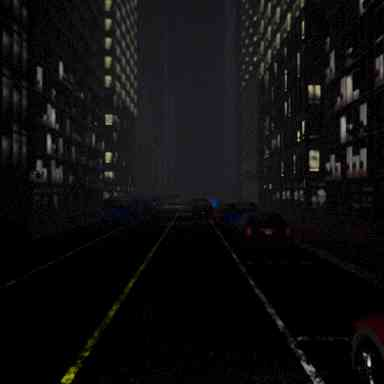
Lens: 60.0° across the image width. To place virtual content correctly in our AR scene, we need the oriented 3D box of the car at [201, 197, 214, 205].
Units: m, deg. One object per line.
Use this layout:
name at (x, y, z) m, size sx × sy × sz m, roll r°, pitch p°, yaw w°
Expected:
car at (2.706, 1.613, 59.109) m, size 2.008 × 1.369 × 4.403 m, roll 0°, pitch 0°, yaw 0°

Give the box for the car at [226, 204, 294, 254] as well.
car at (2.697, 1.464, 13.627) m, size 1.967 × 1.590 × 4.097 m, roll 0°, pitch 0°, yaw 0°

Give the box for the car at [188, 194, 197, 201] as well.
car at (0.014, 1.283, 79.675) m, size 2.097 × 1.767 × 4.553 m, roll 0°, pitch 0°, yaw 0°

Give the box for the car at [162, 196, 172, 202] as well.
car at (-5.672, 1.639, 76.176) m, size 1.802 × 1.307 × 4.206 m, roll 0°, pitch 0°, yaw 0°

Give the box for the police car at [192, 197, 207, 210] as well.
police car at (0.908, 1.485, 45.442) m, size 1.930 × 1.638 × 5.238 m, roll 0°, pitch 0°, yaw 0°

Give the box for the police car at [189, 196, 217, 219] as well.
police car at (0.905, 1.472, 29.442) m, size 1.930 × 1.638 × 5.238 m, roll 0°, pitch 0°, yaw 0°

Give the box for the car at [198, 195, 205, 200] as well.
car at (2.713, 1.608, 93.221) m, size 1.947 × 1.339 × 4.313 m, roll 0°, pitch 0°, yaw 0°

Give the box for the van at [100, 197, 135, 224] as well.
van at (-5.681, 1.382, 25.002) m, size 1.690 × 1.788 × 3.998 m, roll 0°, pitch 0°, yaw 0°

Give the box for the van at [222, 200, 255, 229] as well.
van at (2.698, 1.373, 19.312) m, size 1.690 × 1.788 × 3.998 m, roll 0°, pitch 0°, yaw 0°

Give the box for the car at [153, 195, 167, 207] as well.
car at (-5.674, 1.377, 53.432) m, size 2.192 × 1.841 × 5.009 m, roll 0°, pitch 0°, yaw 0°

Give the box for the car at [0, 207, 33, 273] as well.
car at (-5.713, 1.330, 7.947) m, size 2.192 × 1.841 × 5.009 m, roll 0°, pitch 0°, yaw 0°

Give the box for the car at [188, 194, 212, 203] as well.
car at (0.907, 1.407, 39.302) m, size 2.097 × 1.767 × 4.553 m, roll 0°, pitch 0°, yaw 0°

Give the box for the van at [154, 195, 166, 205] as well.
van at (-5.673, 1.404, 59.118) m, size 1.690 × 1.788 × 3.998 m, roll 0°, pitch 0°, yaw 0°

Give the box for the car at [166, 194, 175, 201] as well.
car at (-5.667, 1.363, 87.546) m, size 2.192 × 1.841 × 5.009 m, roll 0°, pitch 0°, yaw 0°

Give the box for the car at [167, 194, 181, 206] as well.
car at (-3.049, 1.284, 57.003) m, size 2.150 × 2.045 × 5.566 m, roll 0°, pitch 0°, yaw 1°

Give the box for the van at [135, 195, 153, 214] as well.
van at (-5.678, 1.395, 36.374) m, size 1.690 × 1.788 × 3.998 m, roll 0°, pitch 0°, yaw 0°

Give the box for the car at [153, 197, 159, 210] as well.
car at (-5.678, 1.624, 42.059) m, size 1.947 × 1.339 × 4.313 m, roll 0°, pitch 0°, yaw 0°

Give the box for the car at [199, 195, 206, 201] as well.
car at (2.712, 1.573, 87.705) m, size 1.752 × 1.417 × 4.829 m, roll 0°, pitch 0°, yaw 0°

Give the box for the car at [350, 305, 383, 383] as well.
car at (2.790, 1.445, 2.259) m, size 1.967 × 1.590 × 4.097 m, roll 0°, pitch 0°, yaw 0°
